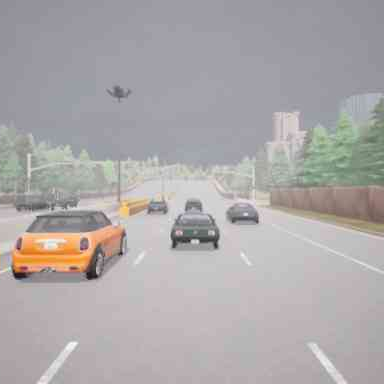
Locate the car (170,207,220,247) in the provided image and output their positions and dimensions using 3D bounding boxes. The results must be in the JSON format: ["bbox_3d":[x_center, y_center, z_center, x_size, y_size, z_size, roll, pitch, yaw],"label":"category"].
[{"bbox_3d":[0.124,1.545,14.600,1.895,1.301,4.718,0,0,0],"label":"car"}]

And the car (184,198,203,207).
[{"bbox_3d":[0.163,1.368,35.862,1.837,1.490,4.892,0,0,0],"label":"car"}]

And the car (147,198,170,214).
[{"bbox_3d":[-3.341,1.359,33.475,2.128,1.511,4.902,0,0,0],"label":"car"}]

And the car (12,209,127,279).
[{"bbox_3d":[-3.382,1.308,10.094,2.097,1.767,4.553,0,0,0],"label":"car"}]

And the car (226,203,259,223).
[{"bbox_3d":[3.643,1.475,24.534,1.994,1.385,4.181,0,0,0],"label":"car"}]
